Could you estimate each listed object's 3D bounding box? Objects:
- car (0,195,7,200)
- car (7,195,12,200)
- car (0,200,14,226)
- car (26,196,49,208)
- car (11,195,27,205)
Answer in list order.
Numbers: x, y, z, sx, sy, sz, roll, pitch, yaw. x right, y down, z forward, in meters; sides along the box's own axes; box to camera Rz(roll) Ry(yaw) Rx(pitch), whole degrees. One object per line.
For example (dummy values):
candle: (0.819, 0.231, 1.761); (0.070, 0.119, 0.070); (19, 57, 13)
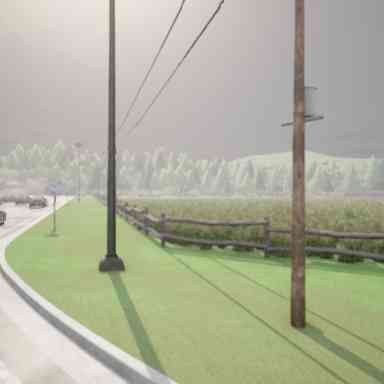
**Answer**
car: (-29.409, 1.235, 49.290); (1.837, 1.490, 4.892); (0, 0, -18)
car: (-32.625, 1.234, 59.201); (2.033, 1.411, 5.357); (0, 0, -18)
car: (-12.234, 1.439, 19.366); (2.033, 1.411, 5.357); (0, 0, -18)
car: (-20.209, 1.309, 43.941); (1.812, 1.442, 4.674); (0, 0, -18)
car: (-26.923, 1.275, 53.294); (2.033, 1.411, 5.357); (0, 0, -18)
